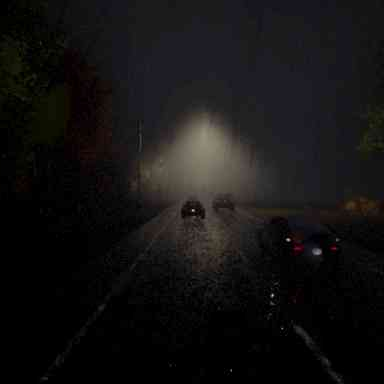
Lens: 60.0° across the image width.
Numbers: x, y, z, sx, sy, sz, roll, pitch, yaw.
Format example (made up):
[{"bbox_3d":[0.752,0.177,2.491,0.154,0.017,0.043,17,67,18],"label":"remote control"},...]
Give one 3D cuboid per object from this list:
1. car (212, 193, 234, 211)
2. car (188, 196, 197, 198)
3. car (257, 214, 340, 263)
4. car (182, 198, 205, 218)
[{"bbox_3d":[3.597,1.142,38.808,2.150,2.045,5.566,0,0,0],"label":"car"},{"bbox_3d":[0.096,1.386,53.830,1.837,1.490,4.892,0,1,0],"label":"car"},{"bbox_3d":[3.553,1.504,11.712,1.812,1.442,4.674,0,0,0],"label":"car"},{"bbox_3d":[0.098,1.506,29.570,1.994,1.385,4.181,0,0,0],"label":"car"}]
